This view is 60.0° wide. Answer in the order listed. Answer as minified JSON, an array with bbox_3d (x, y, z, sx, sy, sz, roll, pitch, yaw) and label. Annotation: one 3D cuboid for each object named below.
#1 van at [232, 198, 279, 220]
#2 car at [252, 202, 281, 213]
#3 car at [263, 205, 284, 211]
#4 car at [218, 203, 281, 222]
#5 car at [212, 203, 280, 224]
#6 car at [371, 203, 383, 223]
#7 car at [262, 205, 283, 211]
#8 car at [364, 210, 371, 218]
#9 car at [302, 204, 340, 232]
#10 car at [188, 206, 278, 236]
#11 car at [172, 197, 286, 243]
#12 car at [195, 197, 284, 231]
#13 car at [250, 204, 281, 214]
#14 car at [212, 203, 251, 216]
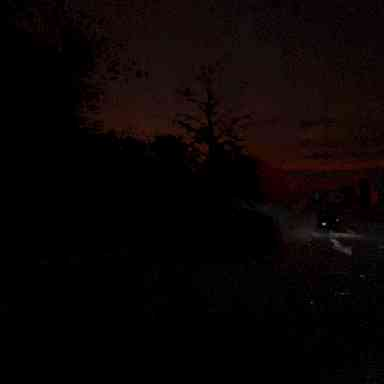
[{"bbox_3d":[6.232,1.638,32.622,4.442,1.987,1.878,0,-1,15],"label":"van"},{"bbox_3d":[12.479,2.605,55.742,4.553,1.767,2.185,0,-2,16],"label":"car"},{"bbox_3d":[20.088,3.895,82.253,4.892,1.521,2.231,0,-2,16],"label":"car"},{"bbox_3d":[5.197,1.792,30.004,5.366,1.575,1.946,0,-1,15],"label":"car"},{"bbox_3d":[4.489,1.732,27.439,5.366,1.575,1.946,0,-1,15],"label":"car"},{"bbox_3d":[16.967,1.600,25.959,4.553,1.767,2.185,0,-2,15],"label":"car"},{"bbox_3d":[19.186,3.796,79.105,4.674,1.452,2.002,0,-2,16],"label":"car"},{"bbox_3d":[17.951,1.794,28.710,5.366,1.575,1.946,0,-1,15],"label":"car"},{"bbox_3d":[8.251,1.649,21.485,1.837,1.490,4.892,0,-2,16],"label":"car"},{"bbox_3d":[2.422,1.589,19.184,4.892,1.521,2.231,0,-1,15],"label":"car"},{"bbox_3d":[1.745,1.304,16.605,5.566,2.045,2.435,0,-1,15],"label":"car"},{"bbox_3d":[3.174,1.374,21.877,5.566,2.045,2.435,0,-1,15],"label":"car"},{"bbox_3d":[11.678,2.638,52.669,4.674,1.452,2.002,0,-2,15],"label":"car"},{"bbox_3d":[5.413,2.388,45.636,5.008,1.535,1.882,-4,-3,24],"label":"car"}]
